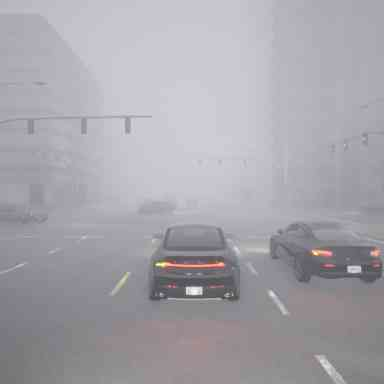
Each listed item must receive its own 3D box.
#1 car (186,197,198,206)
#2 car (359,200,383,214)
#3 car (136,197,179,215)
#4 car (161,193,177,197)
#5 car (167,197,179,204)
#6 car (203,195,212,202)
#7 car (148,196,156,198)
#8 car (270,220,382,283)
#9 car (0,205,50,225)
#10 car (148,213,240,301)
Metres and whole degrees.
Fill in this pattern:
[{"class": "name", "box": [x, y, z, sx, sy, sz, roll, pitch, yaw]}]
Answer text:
[{"class": "car", "box": [0.030, 1.564, 56.414, 1.994, 1.385, 4.181, 0, 0, 1]}, {"class": "car", "box": [20.841, 1.547, 35.441, 5.357, 1.411, 2.033, 0, 0, 1]}, {"class": "car", "box": [-3.643, 1.564, 34.483, 4.181, 1.385, 1.994, 0, 0, -45]}, {"class": "car", "box": [-3.610, 1.221, 53.318, 2.150, 2.045, 5.566, 0, 0, 1]}, {"class": "car", "box": [-3.558, 1.601, 63.291, 1.895, 1.301, 4.718, 0, 0, 1]}, {"class": "car", "box": [3.494, 1.500, 74.673, 1.837, 1.490, 4.892, 0, 0, 0]}, {"class": "car", "box": [-7.105, 1.547, 50.077, 2.033, 1.411, 5.357, 0, 0, 0]}, {"class": "car", "box": [3.562, 1.526, 9.576, 1.812, 1.442, 4.674, 0, 0, 0]}, {"class": "car", "box": [-12.684, 1.601, 23.946, 4.718, 1.301, 1.895, 0, 0, 18]}, {"class": "car", "box": [0.057, 1.505, 8.320, 1.837, 1.490, 4.892, 0, 0, 0]}]
